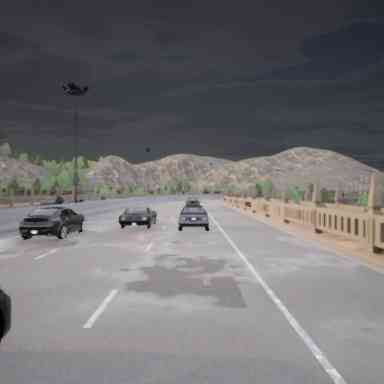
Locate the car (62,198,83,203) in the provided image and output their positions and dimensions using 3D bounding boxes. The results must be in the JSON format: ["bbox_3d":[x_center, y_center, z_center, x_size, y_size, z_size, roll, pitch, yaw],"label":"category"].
[{"bbox_3d":[-17.509,1.567,50.465,1.994,1.385,4.181,0,0,0],"label":"car"}]

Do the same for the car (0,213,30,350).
[{"bbox_3d":[-3.400,1.222,1.923,2.150,2.045,5.566,0,0,0],"label":"car"}]

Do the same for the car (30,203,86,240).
[{"bbox_3d":[-6.898,1.506,16.960,1.837,1.490,4.892,0,0,0],"label":"car"}]

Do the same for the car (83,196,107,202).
[{"bbox_3d":[-14.007,1.353,49.307,2.097,1.767,4.553,0,0,0],"label":"car"}]

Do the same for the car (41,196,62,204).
[{"bbox_3d":[-21.007,1.353,50.341,2.097,1.767,4.553,0,0,0],"label":"car"}]

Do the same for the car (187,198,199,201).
[{"bbox_3d":[0.101,1.507,42.663,1.837,1.490,4.892,0,0,0],"label":"car"}]

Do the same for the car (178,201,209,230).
[{"bbox_3d":[0.100,1.548,20.967,2.033,1.411,5.357,0,0,0],"label":"car"}]

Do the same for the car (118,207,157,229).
[{"bbox_3d":[-3.401,1.602,21.799,1.895,1.301,4.718,0,0,0],"label":"car"}]
